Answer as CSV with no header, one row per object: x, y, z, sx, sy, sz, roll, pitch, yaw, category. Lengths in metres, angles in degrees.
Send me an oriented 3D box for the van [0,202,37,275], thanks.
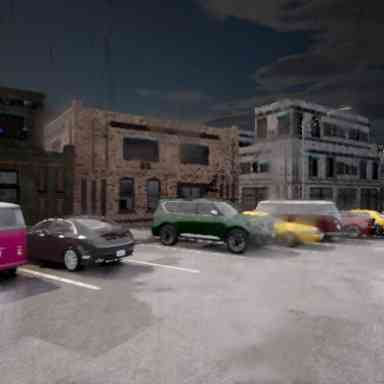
-6.472,1.257,9.116,4.442,1.987,1.878,-1,0,34,van

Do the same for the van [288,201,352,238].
5.684,1.452,17.476,4.442,1.987,1.878,0,-2,35,van

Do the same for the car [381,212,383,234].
10.224,1.798,21.022,5.366,1.575,1.946,0,-1,35,car

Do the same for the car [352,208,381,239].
7.953,1.769,19.239,4.792,1.488,2.163,0,-1,35,car

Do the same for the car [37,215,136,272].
-3.988,1.487,10.738,4.892,1.521,2.231,-1,0,35,car

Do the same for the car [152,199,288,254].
0.815,1.306,14.133,5.566,2.045,2.435,-1,-2,35,car

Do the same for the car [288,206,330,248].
3.339,1.613,15.735,5.366,1.575,1.946,0,-2,35,car
